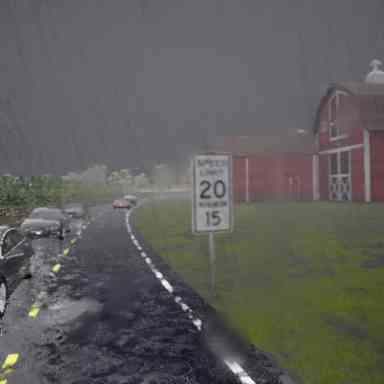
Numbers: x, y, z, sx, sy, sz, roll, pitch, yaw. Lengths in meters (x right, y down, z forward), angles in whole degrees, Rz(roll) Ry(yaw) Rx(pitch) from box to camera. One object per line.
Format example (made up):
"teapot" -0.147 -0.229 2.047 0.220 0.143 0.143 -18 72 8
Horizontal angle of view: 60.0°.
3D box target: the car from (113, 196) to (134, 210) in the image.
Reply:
"car" -8.703 1.454 41.660 1.994 1.385 4.181 -1 1 -7

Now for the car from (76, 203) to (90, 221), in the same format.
"car" -9.501 1.590 27.167 1.994 1.385 4.181 -1 1 -10

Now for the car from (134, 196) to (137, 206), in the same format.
"car" -9.627 1.295 51.761 1.882 1.535 5.008 -1 1 -4

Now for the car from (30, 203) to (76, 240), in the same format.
"car" -7.349 1.560 17.071 1.837 1.490 4.892 -1 0 -14

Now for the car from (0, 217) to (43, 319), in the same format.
"car" -4.722 1.568 7.240 1.837 1.490 4.892 -1 0 -16
